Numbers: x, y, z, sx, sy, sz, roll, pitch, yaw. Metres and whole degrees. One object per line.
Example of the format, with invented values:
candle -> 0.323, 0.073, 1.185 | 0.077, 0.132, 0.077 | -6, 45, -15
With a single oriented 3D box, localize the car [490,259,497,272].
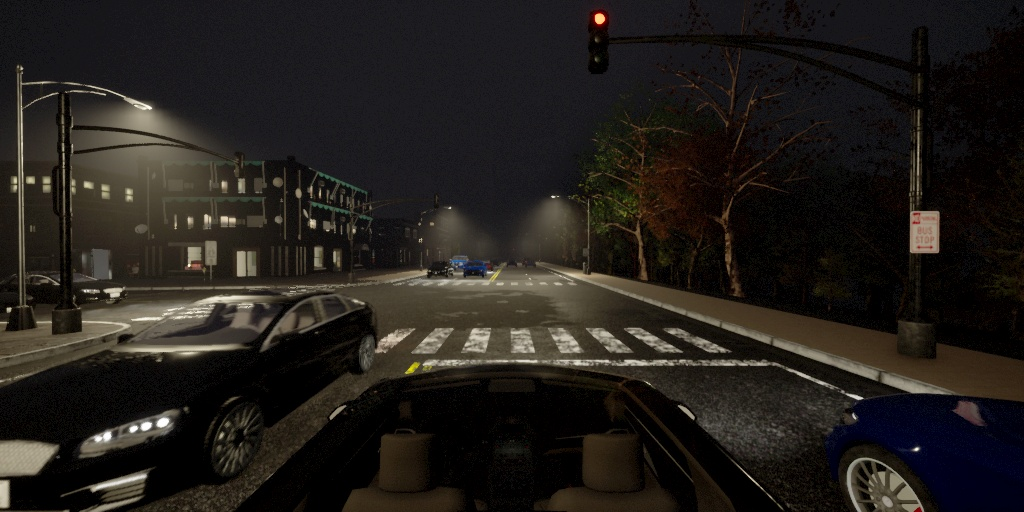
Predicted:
car -> -3.432, 1.299, 46.433 | 1.994, 1.385, 4.181 | 0, 0, 0

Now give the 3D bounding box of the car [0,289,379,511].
car -> -3.356, 1.241, 4.712 | 2.128, 1.511, 4.902 | 0, 0, 0

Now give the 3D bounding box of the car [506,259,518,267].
car -> -0.030, 1.252, 64.933 | 1.812, 1.442, 4.674 | 0, 0, 0

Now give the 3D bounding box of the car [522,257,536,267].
car -> 3.234, 1.274, 63.655 | 2.033, 1.411, 5.357 | 0, 0, 0

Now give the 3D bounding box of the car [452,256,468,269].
car -> -6.687, 0.959, 45.755 | 2.150, 2.045, 5.566 | 0, 0, 0

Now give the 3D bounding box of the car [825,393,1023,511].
car -> 3.358, 1.276, 0.850 | 1.812, 1.442, 4.674 | 0, 0, 1

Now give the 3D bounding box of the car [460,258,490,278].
car -> -3.415, 1.218, 33.866 | 1.882, 1.535, 5.008 | 0, 0, 0

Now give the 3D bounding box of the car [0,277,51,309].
car -> -19.969, 1.565, 12.818 | 4.313, 1.339, 1.948 | 0, 0, 0

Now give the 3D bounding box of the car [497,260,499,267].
car -> -3.402, 1.291, 65.337 | 1.994, 1.385, 4.181 | 0, 0, 0

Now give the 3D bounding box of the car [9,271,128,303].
car -> -19.649, 1.460, 15.525 | 4.902, 1.511, 2.128 | -1, 1, 0

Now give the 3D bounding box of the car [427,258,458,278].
car -> -6.661, 1.245, 33.797 | 1.837, 1.490, 4.892 | 0, 0, 0
